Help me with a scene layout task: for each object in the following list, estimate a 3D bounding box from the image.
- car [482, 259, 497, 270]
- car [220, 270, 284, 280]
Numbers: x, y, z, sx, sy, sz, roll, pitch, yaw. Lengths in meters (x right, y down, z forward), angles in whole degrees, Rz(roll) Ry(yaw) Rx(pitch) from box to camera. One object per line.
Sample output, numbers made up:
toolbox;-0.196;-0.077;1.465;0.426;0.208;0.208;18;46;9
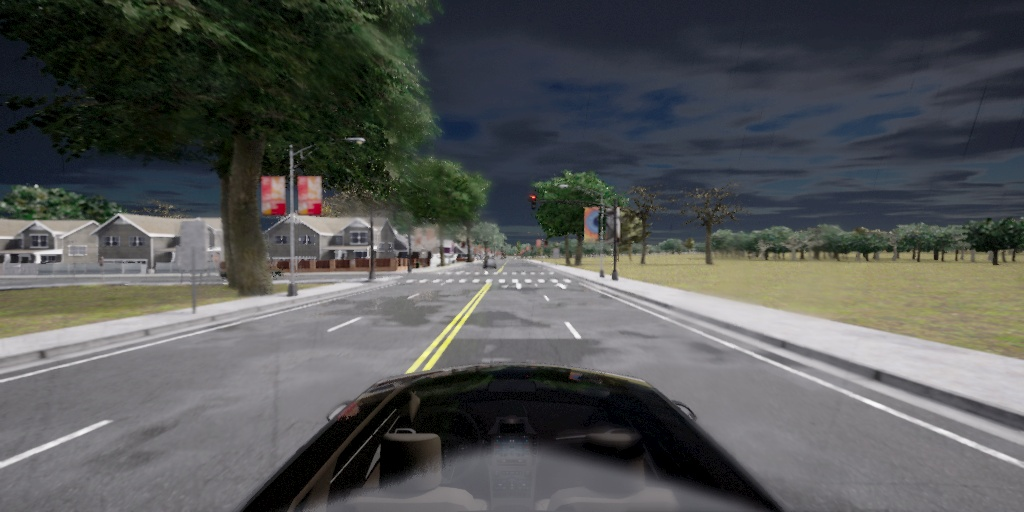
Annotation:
car;-3.238;1.206;52.028;1.882;1.535;5.008;0;1;0
car;-23.624;1.568;32.705;4.718;1.301;1.895;-1;1;1
